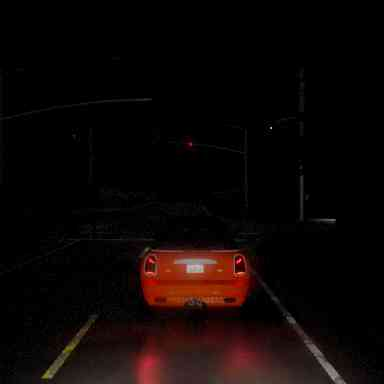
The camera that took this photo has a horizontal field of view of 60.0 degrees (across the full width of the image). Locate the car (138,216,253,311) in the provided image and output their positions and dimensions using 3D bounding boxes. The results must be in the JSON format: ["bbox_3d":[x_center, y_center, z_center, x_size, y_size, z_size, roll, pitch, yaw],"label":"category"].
[{"bbox_3d":[0.064,1.352,7.908,2.097,1.767,4.553,0,0,0],"label":"car"}]
